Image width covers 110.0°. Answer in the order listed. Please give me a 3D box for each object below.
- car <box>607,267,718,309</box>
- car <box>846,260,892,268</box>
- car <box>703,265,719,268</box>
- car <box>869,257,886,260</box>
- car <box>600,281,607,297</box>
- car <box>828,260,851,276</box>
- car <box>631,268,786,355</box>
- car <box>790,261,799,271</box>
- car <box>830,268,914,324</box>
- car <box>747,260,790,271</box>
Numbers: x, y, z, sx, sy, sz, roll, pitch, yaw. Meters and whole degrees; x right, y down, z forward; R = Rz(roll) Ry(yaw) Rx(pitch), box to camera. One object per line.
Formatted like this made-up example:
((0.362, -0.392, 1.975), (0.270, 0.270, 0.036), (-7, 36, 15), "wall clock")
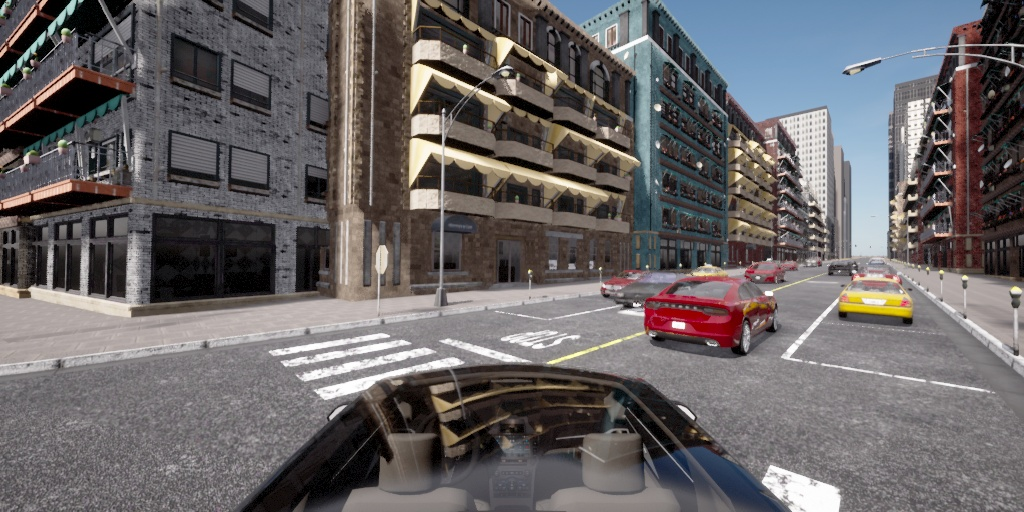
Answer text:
((6.222, 1.315, 14.335), (5.357, 1.411, 2.033), (0, 0, -44), "car")
((19.870, 1.204, 19.590), (4.097, 1.591, 1.967), (0, 0, -44), "car")
((13.847, 1.307, 25.424), (4.829, 1.417, 1.751), (0, 0, -44), "car")
((43.623, 1.212, 42.849), (4.097, 1.591, 1.967), (0, 0, -44), "car")
((6.051, 1.357, 17.788), (4.207, 1.307, 1.802), (0, 0, -44), "car")
((34.240, 1.282, 37.299), (4.892, 1.490, 1.837), (0, 0, -45), "car")
((5.094, 1.235, 8.891), (5.008, 1.535, 1.882), (0, 0, -44), "car")
((37.722, 1.335, 48.801), (4.507, 1.381, 1.888), (0, 0, -44), "car")
((12.074, 1.282, 11.957), (4.829, 1.417, 1.751), (0, 0, -44), "car")
((18.983, 1.256, 26.812), (5.008, 1.535, 1.882), (0, 0, -44), "car")
